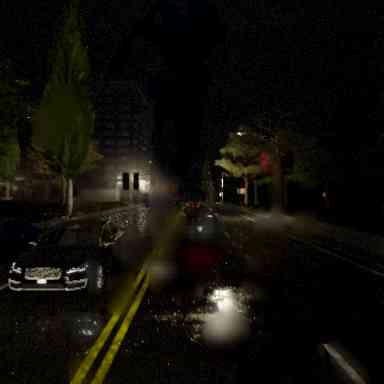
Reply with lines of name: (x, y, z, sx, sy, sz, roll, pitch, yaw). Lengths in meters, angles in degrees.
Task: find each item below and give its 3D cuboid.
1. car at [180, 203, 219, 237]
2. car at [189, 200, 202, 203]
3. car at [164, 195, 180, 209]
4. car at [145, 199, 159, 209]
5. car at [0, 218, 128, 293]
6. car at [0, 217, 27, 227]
car: (0.434, 1.588, 18.684, 1.837, 1.490, 4.892, 0, 0, 0)
car: (0.384, 1.723, 37.943, 1.837, 1.490, 4.892, 0, -1, 0)
car: (-3.062, 1.548, 51.944, 2.150, 2.045, 5.566, 0, 0, 0)
car: (-6.309, 1.859, 52.907, 1.812, 1.442, 4.674, 0, 0, 0)
car: (-2.989, 1.533, 9.038, 1.837, 1.490, 4.892, 0, 0, 0)
car: (-6.244, 1.553, 10.304, 1.812, 1.442, 4.674, 0, 0, 0)
